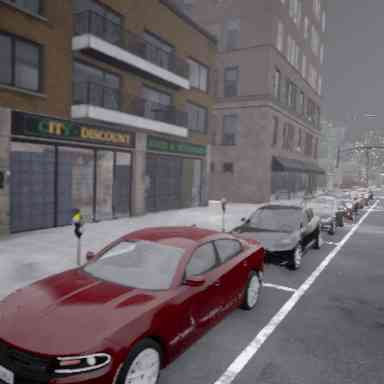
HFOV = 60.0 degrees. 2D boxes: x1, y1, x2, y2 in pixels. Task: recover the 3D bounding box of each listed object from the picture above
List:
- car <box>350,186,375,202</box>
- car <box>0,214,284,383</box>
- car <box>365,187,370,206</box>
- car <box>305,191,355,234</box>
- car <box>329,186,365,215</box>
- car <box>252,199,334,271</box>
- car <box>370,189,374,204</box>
[{"bbox_3d":[16.943,0.190,32.893,1.802,1.307,4.206,4,4,31],"label":"car"},{"bbox_3d":[-0.375,1.212,4.688,1.887,1.381,4.507,4,4,31],"label":"car"},{"bbox_3d":[11.083,0.490,23.343,1.752,1.417,4.829,4,4,31],"label":"car"},{"bbox_3d":[5.398,0.862,14.089,2.008,1.369,4.403,4,4,31],"label":"car"},{"bbox_3d":[8.289,0.575,18.782,1.967,1.590,4.097,4,4,31],"label":"car"},{"bbox_3d":[2.511,1.055,9.390,1.947,1.339,4.313,4,4,31],"label":"car"},{"bbox_3d":[14.062,0.224,28.184,1.967,1.590,4.097,4,4,31],"label":"car"}]
